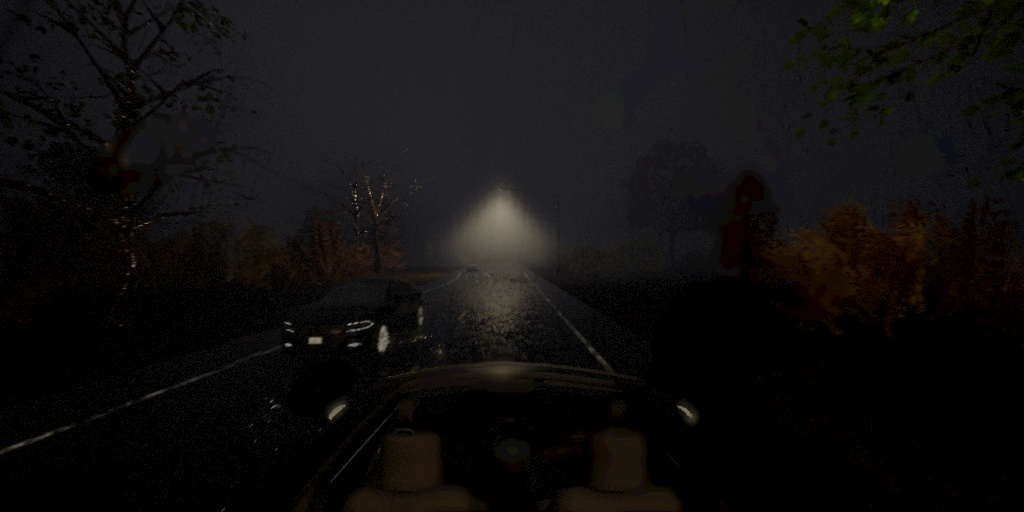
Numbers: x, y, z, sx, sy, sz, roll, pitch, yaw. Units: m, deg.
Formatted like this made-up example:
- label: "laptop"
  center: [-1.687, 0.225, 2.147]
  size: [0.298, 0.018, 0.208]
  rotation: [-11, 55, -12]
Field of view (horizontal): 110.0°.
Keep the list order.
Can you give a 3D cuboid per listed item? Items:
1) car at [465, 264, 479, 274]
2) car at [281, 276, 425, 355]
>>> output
- label: "car"
  center: [-5.638, 1.763, 50.635]
  size: [1.895, 1.301, 4.718]
  rotation: [0, 0, -7]
- label: "car"
  center: [-3.605, 1.297, 9.064]
  size: [1.882, 1.535, 5.008]
  rotation: [0, -1, 0]
